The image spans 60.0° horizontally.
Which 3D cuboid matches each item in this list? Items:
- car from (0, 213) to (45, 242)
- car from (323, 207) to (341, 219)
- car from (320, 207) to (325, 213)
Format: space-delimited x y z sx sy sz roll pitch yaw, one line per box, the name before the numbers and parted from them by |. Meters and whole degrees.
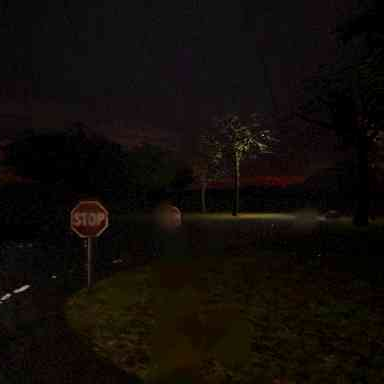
car | -10.764 1.979 18.555 2.097 1.767 4.553 0 -2 36
car | 23.337 3.658 54.782 1.994 1.385 4.181 0 -1 31
car | 31.000 4.192 76.551 2.033 1.411 5.357 0 -1 36
